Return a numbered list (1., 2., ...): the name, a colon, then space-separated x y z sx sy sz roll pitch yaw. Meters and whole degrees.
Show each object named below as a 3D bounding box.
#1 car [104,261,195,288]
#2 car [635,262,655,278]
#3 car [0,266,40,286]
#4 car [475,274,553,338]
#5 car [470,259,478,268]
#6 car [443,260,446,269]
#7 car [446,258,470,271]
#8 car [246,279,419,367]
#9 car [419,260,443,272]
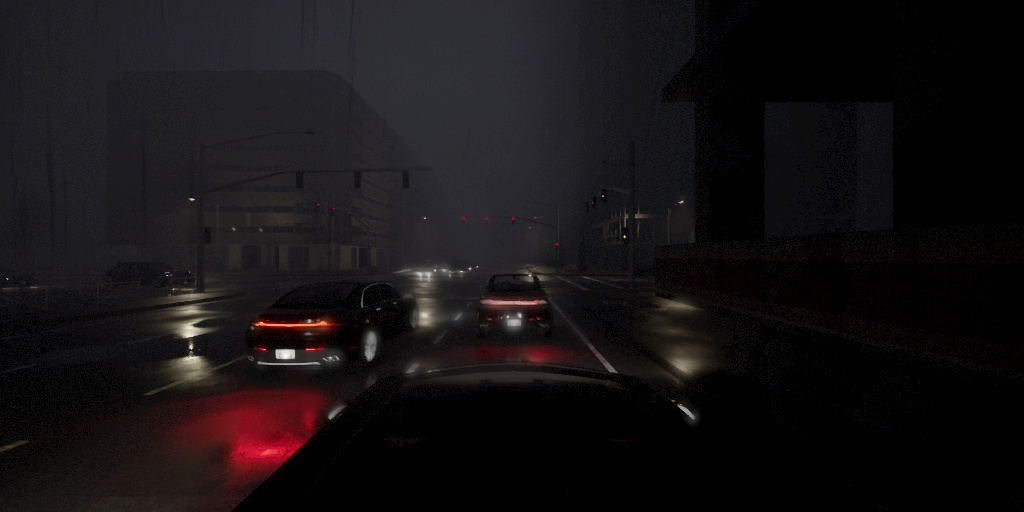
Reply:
1. car: -23.706 1.157 23.584 4.553 1.767 2.097 0 0 0
2. car: 13.946 1.297 34.220 4.902 1.511 2.128 0 0 0
3. car: -34.769 1.353 23.602 5.357 1.411 2.033 0 0 0
4. car: 0.059 1.242 10.229 2.128 1.511 4.902 0 0 0
5. car: -7.411 1.314 60.285 1.994 1.385 4.181 0 0 1
6. car: -10.954 1.351 56.841 1.895 1.301 4.718 0 0 1
7. car: -7.491 1.227 50.268 1.882 1.535 5.008 0 0 0
8. car: -3.451 1.255 7.909 1.837 1.490 4.892 0 0 0
9. car: -10.984 1.241 47.497 2.128 1.511 4.902 0 0 0
